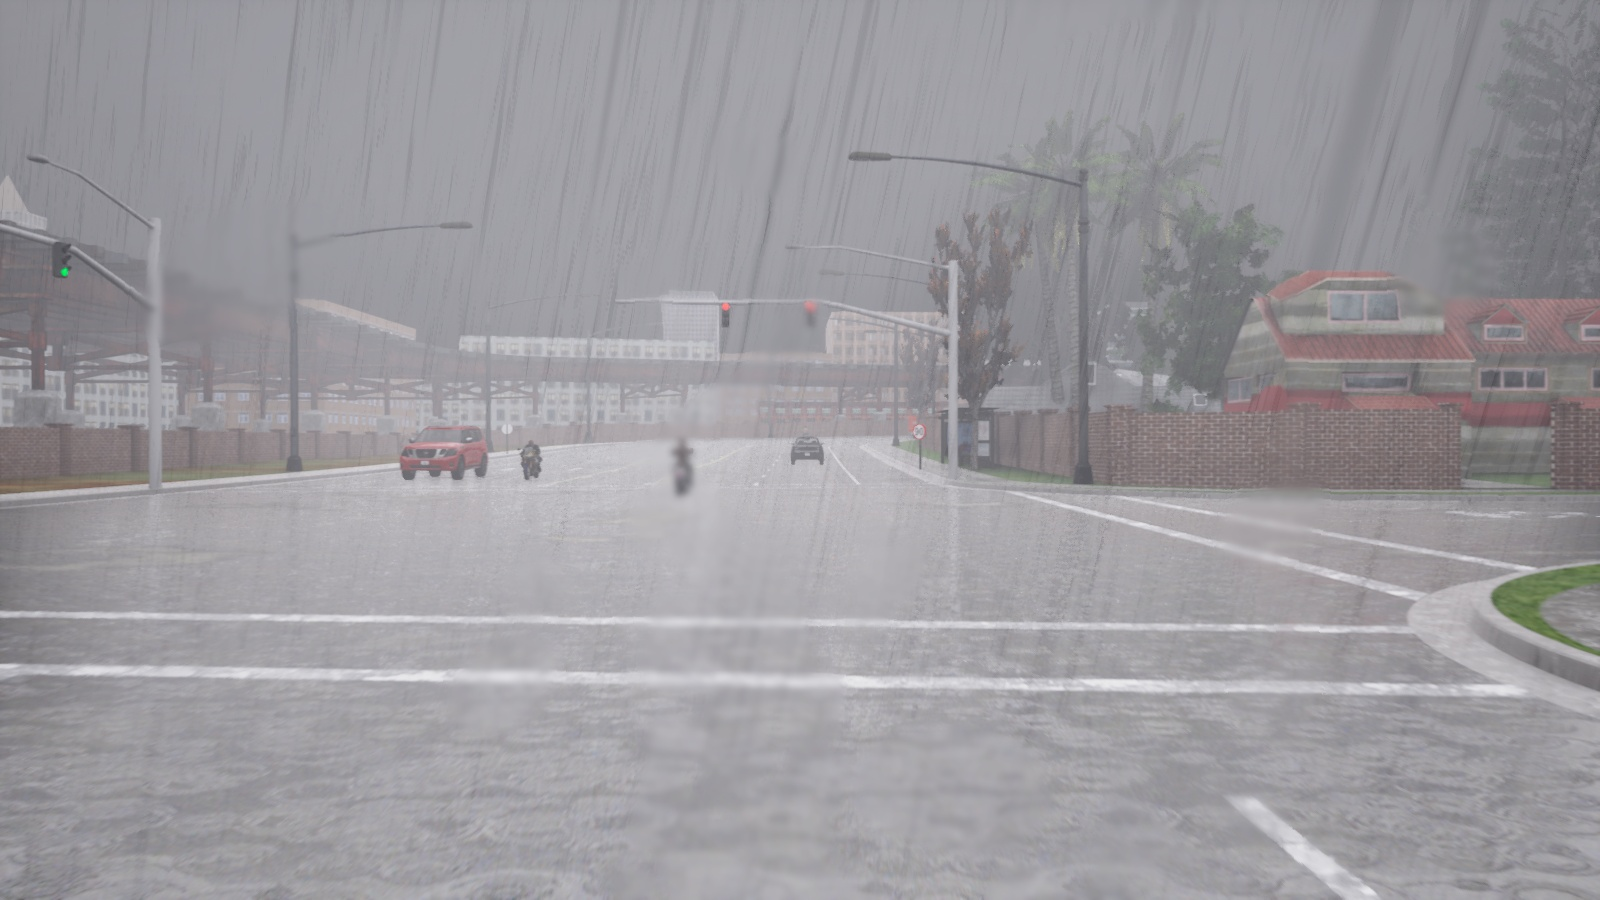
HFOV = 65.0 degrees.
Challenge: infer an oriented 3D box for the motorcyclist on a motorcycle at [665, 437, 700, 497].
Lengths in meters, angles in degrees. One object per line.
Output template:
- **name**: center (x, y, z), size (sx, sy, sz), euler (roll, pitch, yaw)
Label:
- **motorcyclist on a motorcycle**: center (-3.288, 0.459, 35.365), size (0.766, 1.649, 2.350), euler (0, 0, 0)

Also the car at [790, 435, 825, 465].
- **car**: center (0.394, -0.028, 68.037), size (1.816, 1.474, 4.193), euler (0, 1, 0)

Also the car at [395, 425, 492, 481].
- **car**: center (-13.713, 0.048, 48.695), size (2.150, 2.045, 5.566), euler (0, 1, 0)

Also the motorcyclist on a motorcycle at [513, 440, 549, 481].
- **motorcyclist on a motorcycle**: center (-10.220, 0.380, 47.743), size (0.866, 1.530, 2.191), euler (0, 1, 0)
